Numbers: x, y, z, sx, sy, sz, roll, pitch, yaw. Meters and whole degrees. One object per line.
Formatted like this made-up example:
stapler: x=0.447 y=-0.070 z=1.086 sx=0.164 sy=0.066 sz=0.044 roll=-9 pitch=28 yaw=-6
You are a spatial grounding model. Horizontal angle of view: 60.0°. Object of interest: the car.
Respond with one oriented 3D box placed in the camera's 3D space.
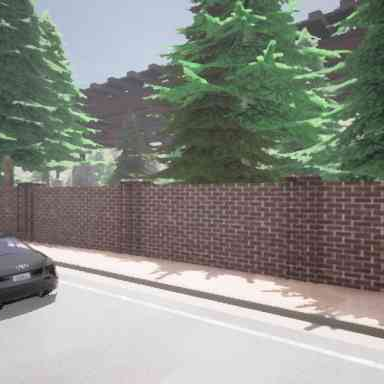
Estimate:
car: x=-4.876 y=1.563 z=7.299 sx=4.181 sy=1.385 sz=1.994 roll=0 pitch=0 yaw=33
